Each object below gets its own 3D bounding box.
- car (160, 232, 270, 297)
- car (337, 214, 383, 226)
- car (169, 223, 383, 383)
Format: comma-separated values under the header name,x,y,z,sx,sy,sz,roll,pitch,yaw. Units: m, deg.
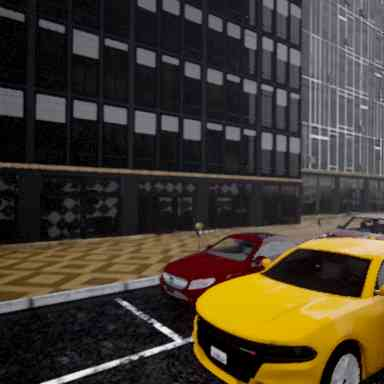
name,x,y,z,sx,sy,sz,roll,pitch,yaw
car,1.301,1.594,7.484,4.206,1.307,1.802,0,1,-36
car,5.811,1.457,10.711,4.097,1.590,1.967,0,1,-36
car,2.315,1.486,5.025,5.008,1.535,1.882,0,0,-36
